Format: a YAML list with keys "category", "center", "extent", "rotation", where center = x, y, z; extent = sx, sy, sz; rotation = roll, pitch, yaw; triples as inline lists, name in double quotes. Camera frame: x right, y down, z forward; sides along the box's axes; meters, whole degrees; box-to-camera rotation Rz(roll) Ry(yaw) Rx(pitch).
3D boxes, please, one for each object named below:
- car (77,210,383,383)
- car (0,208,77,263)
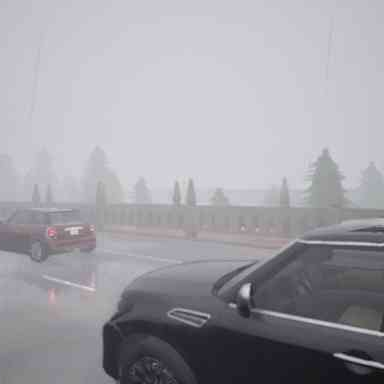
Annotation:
- category: "car"
  center: [1.694, 1.221, 2.783]
  extent: [5.566, 2.045, 2.150]
  rotation: [0, 0, 36]
- category: "car"
  center: [-5.666, 1.351, 12.164]
  extent: [4.553, 1.767, 2.097]
  rotation: [0, 0, 34]
